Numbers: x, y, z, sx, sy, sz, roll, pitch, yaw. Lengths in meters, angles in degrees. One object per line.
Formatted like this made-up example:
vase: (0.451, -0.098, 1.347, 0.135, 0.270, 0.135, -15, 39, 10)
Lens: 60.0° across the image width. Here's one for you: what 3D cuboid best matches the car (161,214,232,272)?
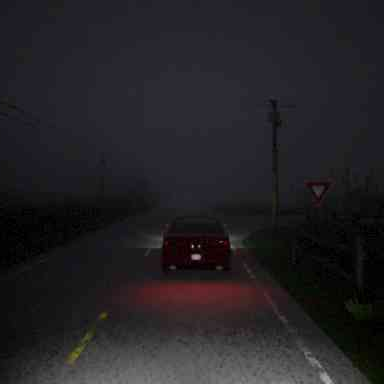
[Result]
car: (0.139, 1.440, 10.645, 1.882, 1.535, 5.008, 0, 0, 1)
